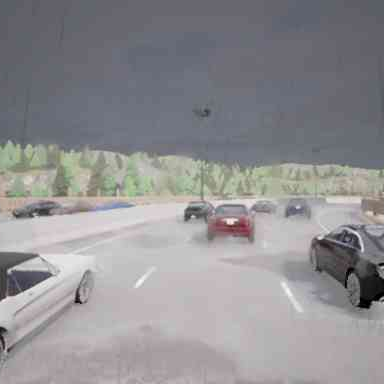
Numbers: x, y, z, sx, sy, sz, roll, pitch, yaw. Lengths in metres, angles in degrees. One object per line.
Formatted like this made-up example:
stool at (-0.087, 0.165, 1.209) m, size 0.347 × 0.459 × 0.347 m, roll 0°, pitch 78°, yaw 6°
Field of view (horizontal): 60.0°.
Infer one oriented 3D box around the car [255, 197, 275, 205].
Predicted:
car at (14.075, 1.652, 64.050) m, size 1.812 × 1.442 × 4.674 m, roll 0°, pitch 0°, yaw 41°

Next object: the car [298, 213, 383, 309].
car at (4.168, 1.490, 7.761) m, size 2.128 × 1.511 × 4.902 m, roll 0°, pitch 0°, yaw 5°

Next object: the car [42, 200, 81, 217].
car at (-9.803, 1.493, 27.631) m, size 1.812 × 1.442 × 4.674 m, roll 0°, pitch 0°, yaw 17°

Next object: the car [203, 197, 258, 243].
car at (2.025, 1.333, 16.364) m, size 2.097 × 1.767 × 4.553 m, roll 0°, pitch 0°, yaw 11°

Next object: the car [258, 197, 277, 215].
car at (7.324, 1.540, 33.585) m, size 2.033 × 1.411 × 5.357 m, roll 0°, pitch 0°, yaw 23°

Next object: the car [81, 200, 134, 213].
car at (-6.402, 1.449, 26.831) m, size 1.882 × 1.535 × 5.008 m, roll 0°, pitch 0°, yaw 17°

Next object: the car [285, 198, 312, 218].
car at (9.615, 1.340, 29.814) m, size 2.097 × 1.767 × 4.553 m, roll 0°, pitch 0°, yaw 21°

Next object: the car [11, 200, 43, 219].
car at (-13.151, 1.469, 28.592) m, size 1.837 × 1.490 × 4.892 m, roll 0°, pitch 0°, yaw 17°

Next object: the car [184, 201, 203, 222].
car at (0.772, 1.484, 25.755) m, size 1.837 × 1.490 × 4.892 m, roll 0°, pitch 0°, yaw 16°

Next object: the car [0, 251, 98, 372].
car at (-3.098, 1.582, 5.182) m, size 1.895 × 1.301 × 4.718 m, roll 0°, pitch 0°, yaw 4°
